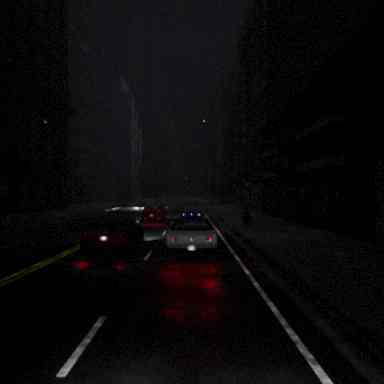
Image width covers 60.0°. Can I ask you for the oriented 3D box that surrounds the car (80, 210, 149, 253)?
[{"bbox_3d":[-3.261,1.699,14.286,1.994,1.385,4.181,0,0,0],"label":"car"}]

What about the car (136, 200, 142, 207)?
[{"bbox_3d":[-9.823,2.263,65.616,1.895,1.301,4.718,0,-1,0],"label":"car"}]

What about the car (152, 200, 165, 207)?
[{"bbox_3d":[-6.576,2.226,65.445,1.994,1.385,4.181,0,-1,0],"label":"car"}]

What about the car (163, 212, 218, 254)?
[{"bbox_3d":[-0.014,1.734,14.109,1.895,1.301,4.718,0,0,0],"label":"car"}]

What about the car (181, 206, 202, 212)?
[{"bbox_3d":[-0.030,1.878,29.107,1.895,1.301,4.718,0,-1,0],"label":"car"}]

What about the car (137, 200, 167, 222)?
[{"bbox_3d":[-3.277,1.759,29.472,1.882,1.535,5.008,0,0,0],"label":"car"}]
